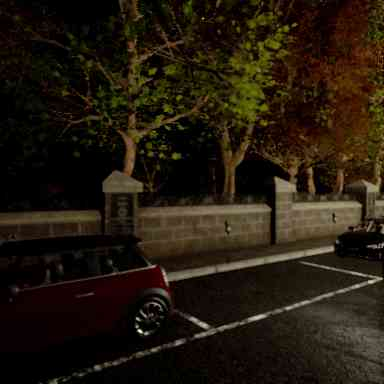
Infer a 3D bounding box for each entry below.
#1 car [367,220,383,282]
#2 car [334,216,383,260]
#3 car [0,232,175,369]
[{"bbox_3d":[6.466,1.455,7.957,5.008,1.535,1.882,0,0,-35],"label":"car"},{"bbox_3d":[6.617,1.524,11.344,4.403,1.369,2.008,0,0,-35],"label":"car"},{"bbox_3d":[-2.369,1.439,4.869,4.097,1.590,1.967,0,0,-35],"label":"car"}]
